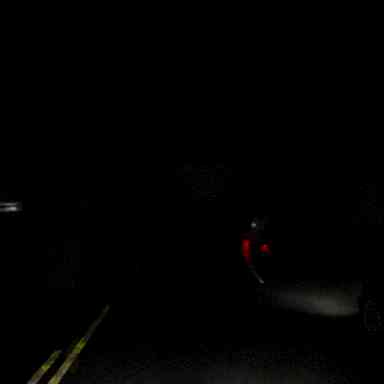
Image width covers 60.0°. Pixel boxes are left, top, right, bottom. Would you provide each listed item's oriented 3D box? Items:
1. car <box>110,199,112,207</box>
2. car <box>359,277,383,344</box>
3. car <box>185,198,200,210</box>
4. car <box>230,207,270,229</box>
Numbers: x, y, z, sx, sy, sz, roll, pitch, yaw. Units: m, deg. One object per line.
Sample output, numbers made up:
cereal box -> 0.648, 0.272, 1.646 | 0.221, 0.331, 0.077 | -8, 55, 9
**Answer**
car -> -10.605, 1.524, 40.292 | 1.837, 1.490, 4.892 | 0, 0, 0
car -> 3.598, 1.527, 3.439 | 1.812, 1.442, 4.674 | 0, 0, 0
car -> 0.085, 1.497, 42.915 | 1.882, 1.535, 5.008 | 0, 0, 0
car -> 3.592, 1.610, 21.496 | 1.895, 1.301, 4.718 | 0, 0, 0
